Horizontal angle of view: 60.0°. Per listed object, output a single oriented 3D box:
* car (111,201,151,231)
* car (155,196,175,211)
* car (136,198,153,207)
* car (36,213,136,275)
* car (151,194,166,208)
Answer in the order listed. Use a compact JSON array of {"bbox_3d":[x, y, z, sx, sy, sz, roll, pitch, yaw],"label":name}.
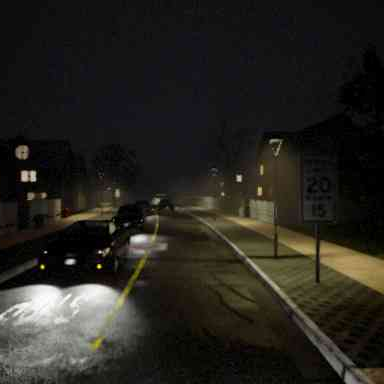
[{"bbox_3d":[-3.725,1.514,20.437,1.837,1.490,4.892,0,0,-5],"label":"car"},{"bbox_3d":[-3.189,1.544,40.501,1.837,1.490,4.892,0,0,-9],"label":"car"},{"bbox_3d":[-5.118,1.544,33.737,1.812,1.442,4.674,0,0,-7],"label":"car"},{"bbox_3d":[-3.116,1.570,10.363,1.994,1.385,4.181,0,0,-2],"label":"car"},{"bbox_3d":[-4.988,1.328,50.459,2.150,2.045,5.566,0,0,-12],"label":"car"}]
